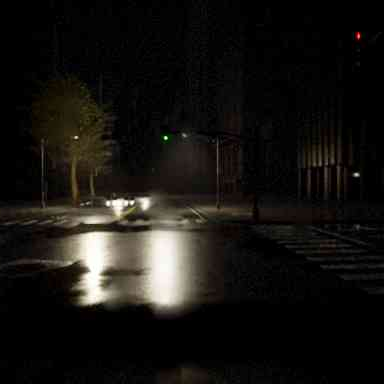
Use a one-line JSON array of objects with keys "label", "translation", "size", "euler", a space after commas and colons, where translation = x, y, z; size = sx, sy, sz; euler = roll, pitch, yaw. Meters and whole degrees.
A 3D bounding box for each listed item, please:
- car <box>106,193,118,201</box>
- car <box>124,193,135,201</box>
[{"label": "car", "translation": [-15.259, 0.935, 63.589], "size": [2.128, 1.511, 4.902], "euler": [0, 0, -10]}, {"label": "car", "translation": [-12.060, 0.928, 64.163], "size": [2.128, 1.511, 4.902], "euler": [0, 0, -10]}]
